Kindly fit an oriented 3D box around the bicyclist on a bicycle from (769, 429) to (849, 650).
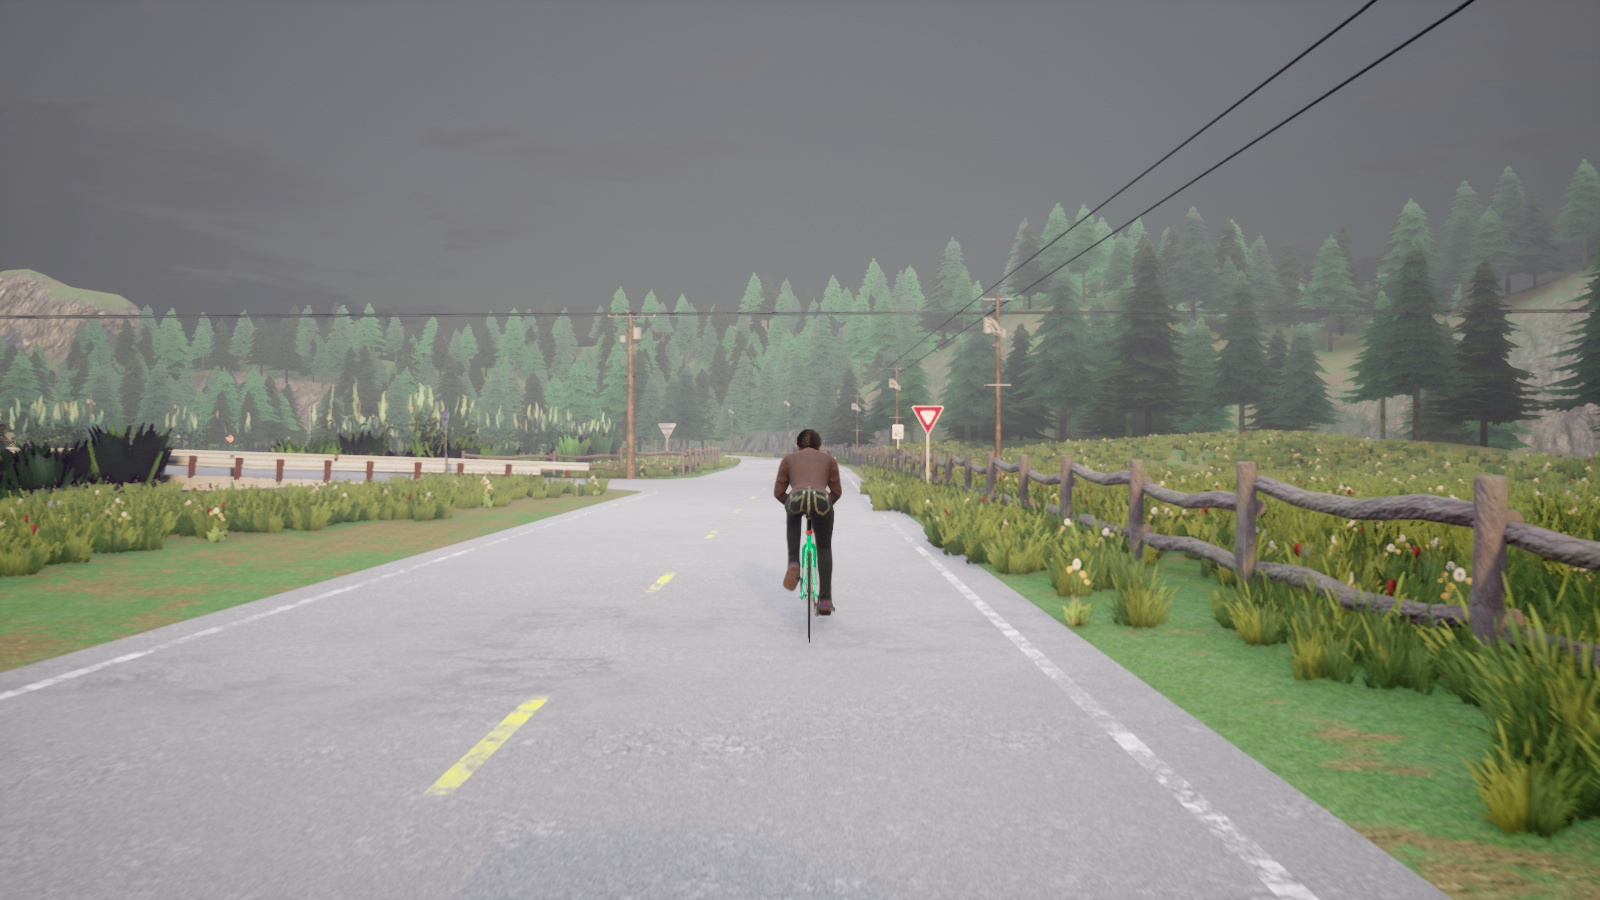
[{"bbox_3d":[0.072,0.658,10.059,0.582,1.620,1.656,0,0,0],"label":"bicyclist on a bicycle"}]
